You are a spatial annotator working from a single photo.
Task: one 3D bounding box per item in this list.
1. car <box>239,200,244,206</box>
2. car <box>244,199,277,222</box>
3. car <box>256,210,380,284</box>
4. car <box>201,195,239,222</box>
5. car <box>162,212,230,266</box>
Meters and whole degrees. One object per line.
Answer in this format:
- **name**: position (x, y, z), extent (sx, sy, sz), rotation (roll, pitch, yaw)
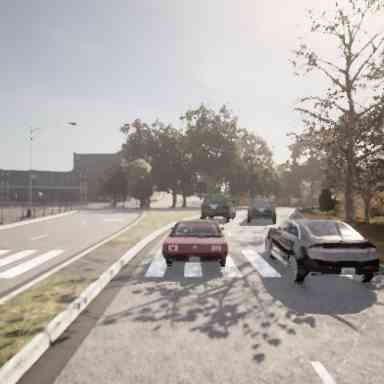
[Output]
- **car**: position (12.377, 2.596, 78.161), extent (4.553, 1.767, 2.097), rotation (-1, -2, 30)
- **car**: position (5.427, 1.342, 25.691), extent (2.097, 1.767, 4.553), rotation (0, 0, 13)
- **car**: position (3.414, 1.485, 9.574), extent (2.128, 1.511, 4.902), rotation (0, 0, 1)
- **car**: position (2.174, 1.233, 26.311), extent (2.150, 2.045, 5.566), rotation (-1, -1, 14)
- **car**: position (0.206, 1.595, 11.488), extent (1.895, 1.301, 4.718), rotation (0, 0, 3)
